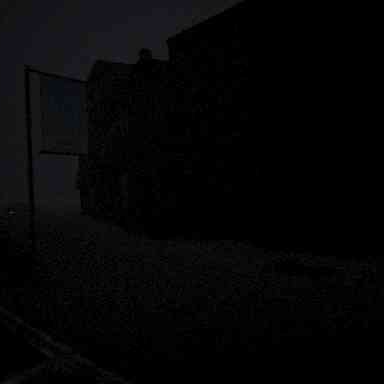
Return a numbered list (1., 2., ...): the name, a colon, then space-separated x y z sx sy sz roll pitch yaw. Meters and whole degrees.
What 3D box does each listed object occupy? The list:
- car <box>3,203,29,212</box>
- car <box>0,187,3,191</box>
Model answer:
1. car: -27.009 2.339 51.177 1.994 1.385 4.181 -4 -1 5
2. car: -47.757 -0.520 78.186 2.231 1.521 4.892 -4 -3 4
